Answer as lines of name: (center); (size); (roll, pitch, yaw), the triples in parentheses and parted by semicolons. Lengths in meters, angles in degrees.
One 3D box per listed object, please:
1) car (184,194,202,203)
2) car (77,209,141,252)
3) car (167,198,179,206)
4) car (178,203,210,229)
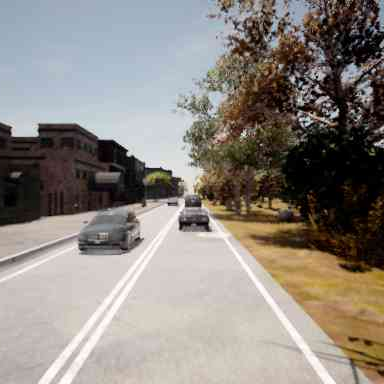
car: (0.149, 1.324, 42.697); (2.150, 2.045, 5.566); (0, 0, 0)
car: (-3.341, 1.538, 14.221); (1.837, 1.490, 4.892); (0, 0, 0)
car: (-3.223, 1.676, 56.546); (2.033, 1.411, 5.357); (0, 0, 1)
car: (0.118, 1.655, 21.902); (1.895, 1.301, 4.718); (0, 0, 0)
